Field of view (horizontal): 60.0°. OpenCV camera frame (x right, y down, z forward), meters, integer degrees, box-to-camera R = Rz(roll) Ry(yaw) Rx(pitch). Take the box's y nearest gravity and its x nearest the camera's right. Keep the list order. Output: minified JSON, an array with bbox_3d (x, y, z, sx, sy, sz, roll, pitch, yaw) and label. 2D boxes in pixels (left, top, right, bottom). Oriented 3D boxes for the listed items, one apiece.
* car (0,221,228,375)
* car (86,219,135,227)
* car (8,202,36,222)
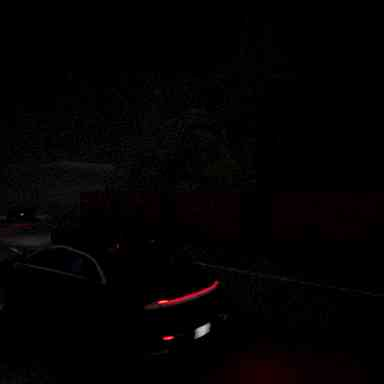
[{"bbox_3d":[-1.722,1.506,5.690,4.902,1.511,2.128,0,0,40],"label":"car"},{"bbox_3d":[-3.331,1.630,11.940,1.895,1.301,4.718,0,0,-44],"label":"car"},{"bbox_3d":[-13.894,1.525,27.213,1.882,1.535,5.008,0,0,-26],"label":"car"}]
